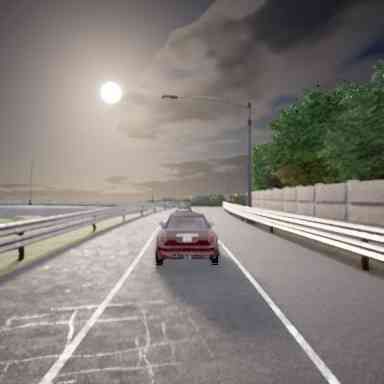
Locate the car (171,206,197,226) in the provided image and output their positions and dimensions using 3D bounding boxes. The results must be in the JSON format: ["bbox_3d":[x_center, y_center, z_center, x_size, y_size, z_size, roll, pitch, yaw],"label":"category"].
[{"bbox_3d":[-0.637,1.959,27.739,1.994,1.385,4.181,0,-1,0],"label":"car"}]

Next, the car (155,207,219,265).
[{"bbox_3d":[-0.203,1.534,12.605,2.097,1.767,4.553,0,-1,-2],"label":"car"}]
